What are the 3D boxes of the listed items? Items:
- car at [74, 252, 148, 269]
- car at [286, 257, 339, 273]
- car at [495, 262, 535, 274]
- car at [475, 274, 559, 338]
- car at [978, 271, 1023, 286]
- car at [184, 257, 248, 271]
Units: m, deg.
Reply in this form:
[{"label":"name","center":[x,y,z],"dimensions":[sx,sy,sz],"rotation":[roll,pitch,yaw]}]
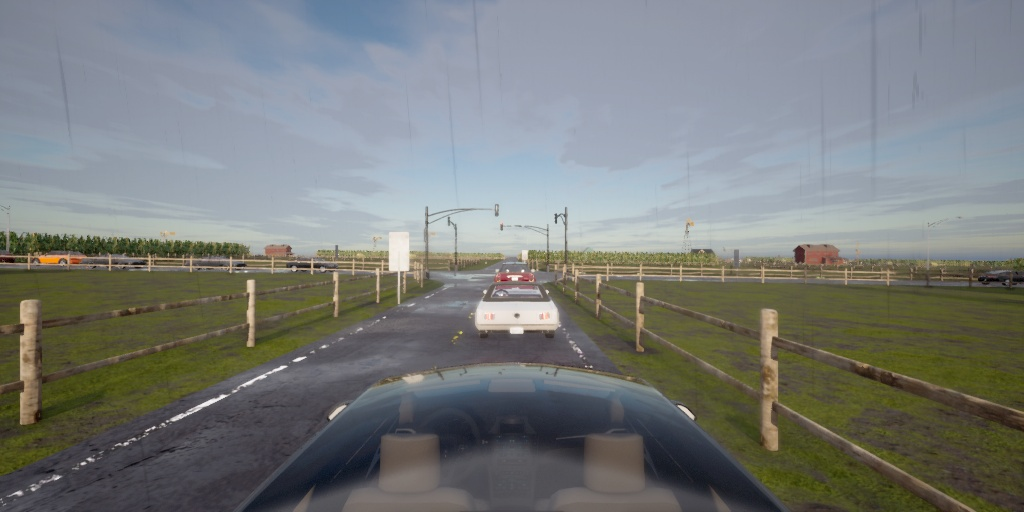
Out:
[{"label":"car","center":[-40.759,0.570,36.729],"dimensions":[5.357,1.411,2.033],"rotation":[1,0,1]},{"label":"car","center":[-20.348,0.896,36.674],"dimensions":[4.892,1.490,1.837],"rotation":[1,0,0]},{"label":"car","center":[0.164,1.103,19.087],"dimensions":[2.097,1.767,4.553],"rotation":[0,0,1]},{"label":"car","center":[0.117,1.351,10.098],"dimensions":[1.895,1.301,4.718],"rotation":[0,0,0]},{"label":"car","center":[50.689,2.257,36.522],"dimensions":[4.892,1.490,1.837],"rotation":[1,0,0]},{"label":"car","center":[-30.237,0.759,36.701],"dimensions":[5.357,1.411,2.033],"rotation":[1,0,0]}]
